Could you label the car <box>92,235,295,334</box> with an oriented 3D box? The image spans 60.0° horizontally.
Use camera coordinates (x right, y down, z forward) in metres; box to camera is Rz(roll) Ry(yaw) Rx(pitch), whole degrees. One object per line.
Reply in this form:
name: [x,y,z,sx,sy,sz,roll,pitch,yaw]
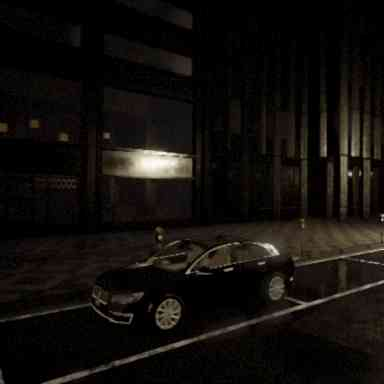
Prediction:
car: [0.244,1.589,6.705,4.403,1.369,2.008,1,0,-35]
